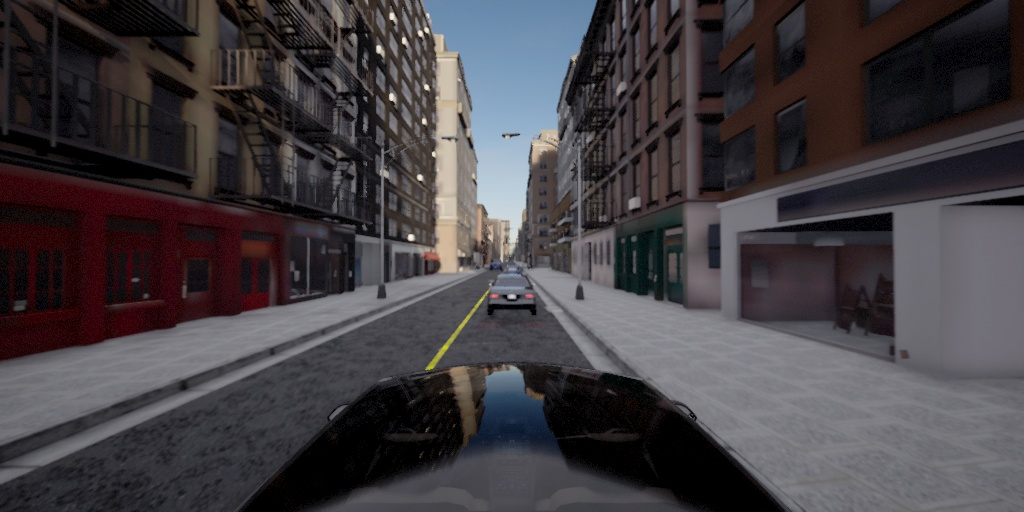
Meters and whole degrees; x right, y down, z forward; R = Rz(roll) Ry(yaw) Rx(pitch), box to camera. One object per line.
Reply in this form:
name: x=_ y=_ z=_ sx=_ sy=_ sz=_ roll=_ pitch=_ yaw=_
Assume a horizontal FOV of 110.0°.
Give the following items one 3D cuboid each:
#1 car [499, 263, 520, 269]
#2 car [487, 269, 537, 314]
car: x=0.026 y=1.576 z=30.768 sx=1.812 sy=1.442 sz=4.674 roll=0 pitch=0 yaw=0
car: x=0.010 y=1.426 z=14.410 sx=2.033 sy=1.411 sz=5.357 roll=0 pitch=-1 yaw=0
